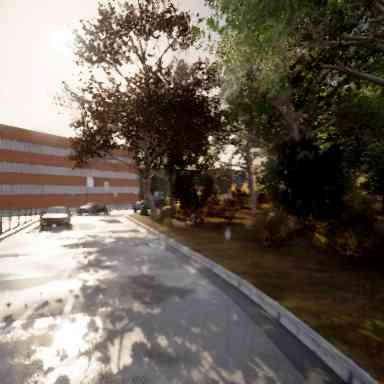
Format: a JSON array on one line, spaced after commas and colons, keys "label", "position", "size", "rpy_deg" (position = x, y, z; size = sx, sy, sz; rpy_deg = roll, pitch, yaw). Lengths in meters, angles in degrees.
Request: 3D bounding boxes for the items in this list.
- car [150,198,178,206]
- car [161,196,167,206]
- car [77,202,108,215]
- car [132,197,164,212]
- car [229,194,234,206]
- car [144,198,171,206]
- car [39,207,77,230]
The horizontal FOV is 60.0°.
[{"label": "car", "position": [-5.587, 1.952, 66.605], "size": [5.008, 1.535, 2.097], "rpy_deg": [0, 0, 21]}, {"label": "car", "position": [-2.364, 1.606, 53.649], "size": [2.150, 2.045, 5.566], "rpy_deg": [0, 0, 21]}, {"label": "car", "position": [-11.419, 1.895, 38.181], "size": [1.994, 1.385, 4.181], "rpy_deg": [-1, 0, 14]}, {"label": "car", "position": [-6.020, 1.835, 43.891], "size": [2.128, 1.511, 4.902], "rpy_deg": [0, 0, 21]}, {"label": "car", "position": [5.180, 1.595, 59.651], "size": [5.566, 2.045, 2.435], "rpy_deg": [-1, 0, 21]}, {"label": "car", "position": [-6.601, 1.986, 63.966], "size": [4.674, 1.452, 2.002], "rpy_deg": [0, 0, 21]}, {"label": "car", "position": [-9.292, 1.727, 23.056], "size": [2.033, 1.411, 5.357], "rpy_deg": [-1, 0, -17]}]
